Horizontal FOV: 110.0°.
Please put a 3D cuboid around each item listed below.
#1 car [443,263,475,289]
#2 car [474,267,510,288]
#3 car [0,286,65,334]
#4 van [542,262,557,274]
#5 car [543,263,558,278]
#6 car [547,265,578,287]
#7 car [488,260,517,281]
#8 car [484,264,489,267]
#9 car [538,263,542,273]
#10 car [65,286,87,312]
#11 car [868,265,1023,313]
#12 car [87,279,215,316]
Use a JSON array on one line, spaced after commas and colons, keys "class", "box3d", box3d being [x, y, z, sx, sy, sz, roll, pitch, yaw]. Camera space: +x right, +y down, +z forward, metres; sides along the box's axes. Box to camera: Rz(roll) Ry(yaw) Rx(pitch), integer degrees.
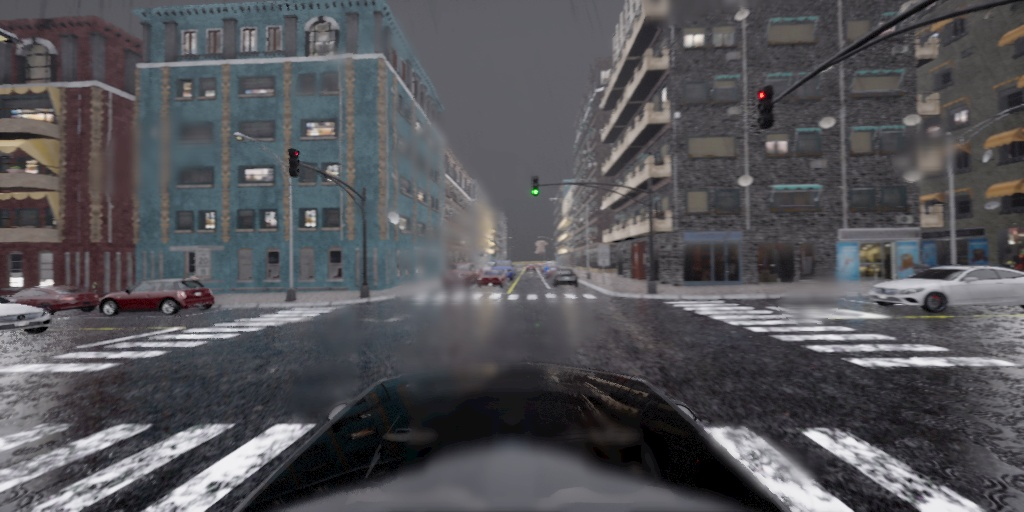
[{"class": "car", "box3d": [-3.868, 1.476, 27.828, 2.192, 1.841, 5.009, 0, 0, 3]}, {"class": "car", "box3d": [-1.425, 1.728, 27.504, 1.895, 1.301, 4.718, -1, -1, 3]}, {"class": "car", "box3d": [-16.951, 1.809, 10.908, 4.674, 1.442, 1.812, -1, -1, 5]}, {"class": "van", "box3d": [4.861, 1.617, 44.056, 1.690, 1.789, 3.998, 0, 0, 3]}, {"class": "car", "box3d": [4.575, 1.786, 38.511, 1.802, 1.307, 4.207, 0, 0, 3]}, {"class": "car", "box3d": [4.001, 1.625, 27.423, 1.948, 1.339, 4.313, 0, 0, 3]}, {"class": "car", "box3d": [-0.913, 1.479, 37.471, 2.150, 2.045, 5.566, -1, -1, 3]}, {"class": "car", "box3d": [-3.582, 1.779, 33.372, 1.888, 1.381, 4.507, 0, 0, 3]}, {"class": "car", "box3d": [5.435, 1.859, 55.144, 1.967, 1.591, 4.097, 0, 0, 3]}, {"class": "car", "box3d": [-21.605, 2.073, 16.611, 4.207, 1.307, 1.802, 0, 0, 3]}, {"class": "car", "box3d": [14.903, 1.046, 11.988, 4.674, 1.442, 1.812, -1, -1, 5]}, {"class": "car", "box3d": [-16.067, 1.790, 16.287, 4.097, 1.591, 1.967, 0, 0, 3]}]
